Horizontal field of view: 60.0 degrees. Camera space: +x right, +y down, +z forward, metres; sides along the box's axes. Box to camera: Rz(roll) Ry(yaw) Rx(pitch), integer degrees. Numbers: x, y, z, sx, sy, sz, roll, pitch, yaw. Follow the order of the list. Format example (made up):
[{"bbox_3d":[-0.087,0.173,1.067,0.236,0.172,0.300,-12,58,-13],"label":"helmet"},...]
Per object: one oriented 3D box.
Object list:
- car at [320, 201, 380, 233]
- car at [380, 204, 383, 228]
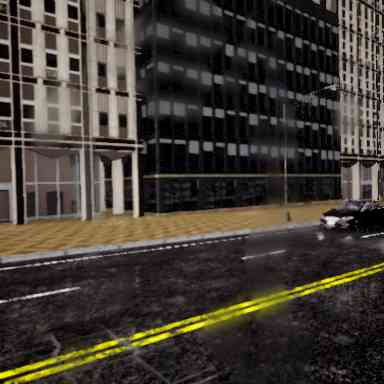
[{"bbox_3d":[8.934,1.242,18.030,4.902,1.511,2.128,-1,1,-35],"label":"car"},{"bbox_3d":[10.895,1.313,15.436,4.181,1.385,1.994,-1,1,-35],"label":"car"}]
